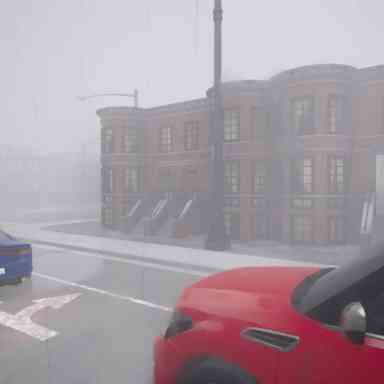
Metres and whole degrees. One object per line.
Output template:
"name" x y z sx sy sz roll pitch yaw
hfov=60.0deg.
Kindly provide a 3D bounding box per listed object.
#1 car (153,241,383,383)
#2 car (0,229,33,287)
"car" 2.270 1.222 2.369 5.566 2.045 2.150 0 0 36
"car" -5.950 1.478 8.236 5.008 1.535 1.882 0 0 36
